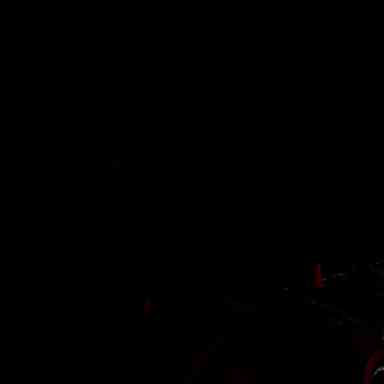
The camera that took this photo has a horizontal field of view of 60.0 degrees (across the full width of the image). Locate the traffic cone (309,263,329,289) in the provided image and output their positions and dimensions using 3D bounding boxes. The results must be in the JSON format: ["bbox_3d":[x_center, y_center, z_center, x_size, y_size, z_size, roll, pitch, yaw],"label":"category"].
[{"bbox_3d":[3.163,2.054,8.268,0.340,0.580,0.340,1,-1,-39],"label":"traffic cone"}]

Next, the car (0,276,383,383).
[{"bbox_3d":[0.102,1.591,3.064,4.181,1.385,1.994,1,-1,-37],"label":"car"}]
